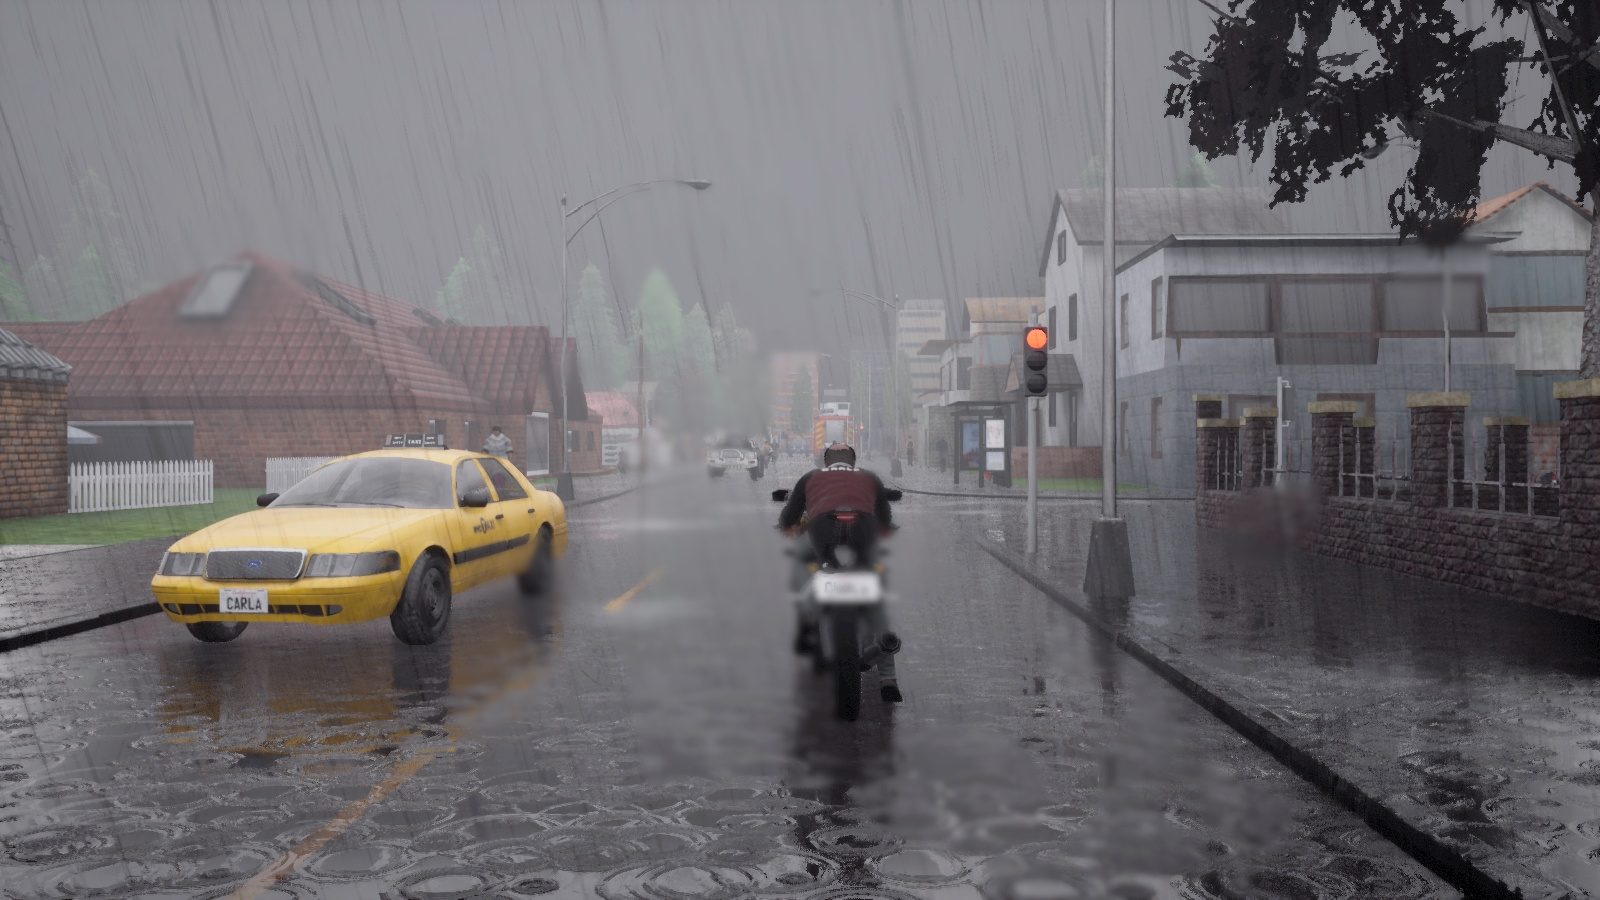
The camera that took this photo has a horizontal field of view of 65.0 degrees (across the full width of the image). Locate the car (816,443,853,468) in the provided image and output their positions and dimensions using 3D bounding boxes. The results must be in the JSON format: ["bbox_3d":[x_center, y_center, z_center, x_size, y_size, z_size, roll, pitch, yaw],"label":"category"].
[{"bbox_3d":[2.118,0.313,77.137,2.163,1.488,4.792,0,0,2],"label":"car"}]

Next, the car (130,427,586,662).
[{"bbox_3d":[-3.456,0.620,11.161,1.801,1.575,5.366,0,0,5],"label":"car"}]

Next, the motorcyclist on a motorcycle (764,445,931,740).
[{"bbox_3d":[0.244,0.739,7.623,0.866,1.530,2.191,0,0,0],"label":"motorcyclist on a motorcycle"}]

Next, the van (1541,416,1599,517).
[{"bbox_3d":[18.371,0.336,26.301,4.480,2.038,2.069,0,0,-1],"label":"van"}]

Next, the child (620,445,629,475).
[{"bbox_3d":[-7.471,0.428,53.477,0.270,1.263,0.437,0,0,10],"label":"child"}]

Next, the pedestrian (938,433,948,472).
[{"bbox_3d":[6.889,0.119,60.666,0.402,1.842,0.726,0,0,1],"label":"pedestrian"}]

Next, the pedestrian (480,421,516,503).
[{"bbox_3d":[-7.290,0.279,30.340,0.659,1.952,0.873,0,0,1],"label":"pedestrian"}]

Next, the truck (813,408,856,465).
[{"bbox_3d":[2.443,-0.917,88.848,2.891,3.827,8.468,0,0,1],"label":"truck"}]

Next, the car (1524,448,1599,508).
[{"bbox_3d":[20.171,0.656,30.344,4.181,1.385,1.994,0,0,2],"label":"car"}]

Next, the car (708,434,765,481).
[{"bbox_3d":[-2.569,0.268,52.005,1.932,1.855,4.605,0,0,2],"label":"car"}]
